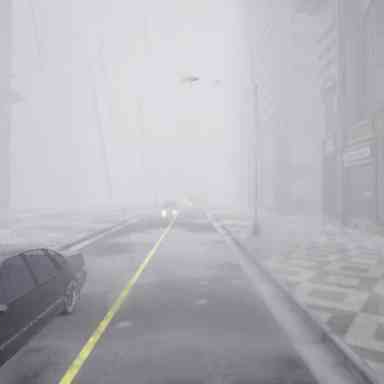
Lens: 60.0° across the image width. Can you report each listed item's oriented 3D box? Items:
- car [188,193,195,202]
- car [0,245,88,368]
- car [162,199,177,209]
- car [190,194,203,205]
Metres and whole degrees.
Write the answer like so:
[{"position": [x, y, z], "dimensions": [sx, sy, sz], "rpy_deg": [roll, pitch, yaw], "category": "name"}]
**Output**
[{"position": [0.010, 1.571, 76.812], "dimensions": [1.994, 1.385, 4.181], "rpy_deg": [0, 0, 0], "category": "car"}, {"position": [-3.100, 1.554, 4.787], "dimensions": [2.033, 1.411, 5.357], "rpy_deg": [0, 0, 0], "category": "car"}, {"position": [-3.074, 1.687, 46.795], "dimensions": [1.895, 1.301, 4.718], "rpy_deg": [0, 0, 0], "category": "car"}, {"position": [1.057, 1.574, 59.965], "dimensions": [1.801, 1.575, 5.366], "rpy_deg": [0, 0, 0], "category": "car"}]
